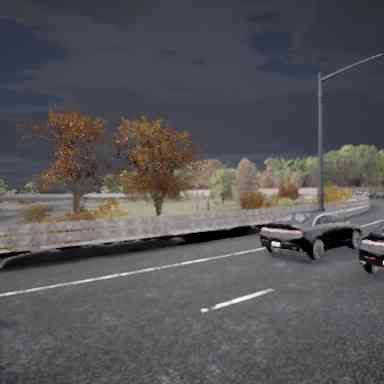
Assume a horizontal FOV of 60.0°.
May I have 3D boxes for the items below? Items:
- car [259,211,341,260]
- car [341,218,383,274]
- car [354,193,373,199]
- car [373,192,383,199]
[{"bbox_3d":[4.492,1.432,12.214,4.902,1.511,2.128,-1,0,-41],"label":"car"},{"bbox_3d":[6.394,1.424,9.248,4.902,1.511,2.128,-1,0,-41],"label":"car"},{"bbox_3d":[39.183,0.911,77.230,2.128,1.511,4.902,0,0,6],"label":"car"},{"bbox_3d":[42.647,0.712,76.731,2.097,1.767,4.553,0,0,6],"label":"car"}]
